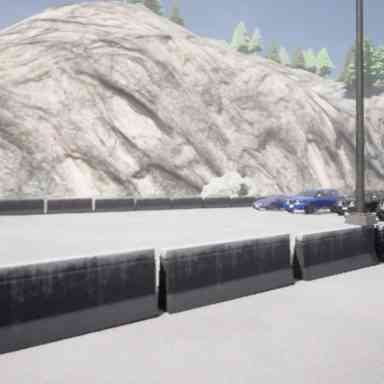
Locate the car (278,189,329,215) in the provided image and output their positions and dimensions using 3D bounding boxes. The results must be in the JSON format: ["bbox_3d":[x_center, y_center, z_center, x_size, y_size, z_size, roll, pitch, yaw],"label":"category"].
[{"bbox_3d":[10.156,0.761,27.807,5.566,2.045,2.150,0,1,-34],"label":"car"}]

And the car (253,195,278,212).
[{"bbox_3d":[7.634,0.981,30.320,4.674,1.442,1.812,0,1,-34],"label":"car"}]

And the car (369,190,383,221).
[{"bbox_3d":[14.711,0.929,22.439,5.566,2.045,2.150,0,1,-34],"label":"car"}]

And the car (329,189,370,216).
[{"bbox_3d":[13.448,0.844,25.808,5.566,2.045,2.150,0,1,-34],"label":"car"}]
